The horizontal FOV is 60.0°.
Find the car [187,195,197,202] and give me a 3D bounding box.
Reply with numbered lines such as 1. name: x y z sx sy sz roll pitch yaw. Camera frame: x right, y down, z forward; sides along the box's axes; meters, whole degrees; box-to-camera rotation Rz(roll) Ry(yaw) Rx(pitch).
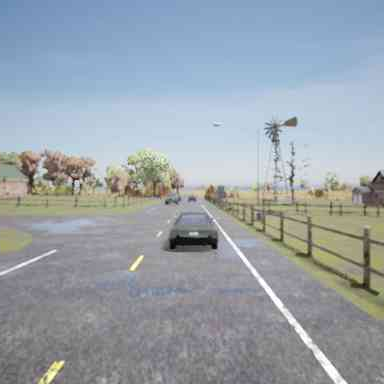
1. car: 0.029 1.508 73.957 1.837 1.490 4.892 0 0 0

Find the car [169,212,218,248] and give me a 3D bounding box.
1. car: 0.079 1.567 14.710 1.994 1.385 4.181 0 0 0

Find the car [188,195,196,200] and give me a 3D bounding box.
1. car: 0.034 1.393 84.379 1.994 1.385 4.181 0 0 0

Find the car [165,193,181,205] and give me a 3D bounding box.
1. car: -3.533 1.230 58.311 2.150 2.045 5.566 0 0 1
